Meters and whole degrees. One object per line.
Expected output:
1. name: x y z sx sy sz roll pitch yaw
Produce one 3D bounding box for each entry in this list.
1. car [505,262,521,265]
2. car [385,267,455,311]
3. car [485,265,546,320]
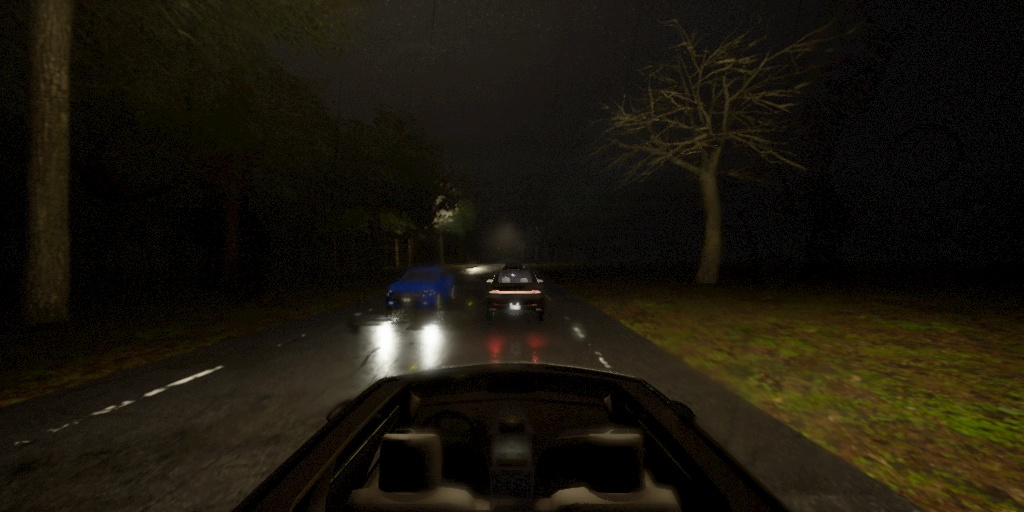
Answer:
1. car: 0.103 1.260 30.963 1.837 1.490 4.892 0 0 0
2. car: -3.583 1.232 14.734 1.882 1.535 5.008 0 0 0
3. car: 0.102 1.245 12.572 2.128 1.511 4.902 0 0 0
